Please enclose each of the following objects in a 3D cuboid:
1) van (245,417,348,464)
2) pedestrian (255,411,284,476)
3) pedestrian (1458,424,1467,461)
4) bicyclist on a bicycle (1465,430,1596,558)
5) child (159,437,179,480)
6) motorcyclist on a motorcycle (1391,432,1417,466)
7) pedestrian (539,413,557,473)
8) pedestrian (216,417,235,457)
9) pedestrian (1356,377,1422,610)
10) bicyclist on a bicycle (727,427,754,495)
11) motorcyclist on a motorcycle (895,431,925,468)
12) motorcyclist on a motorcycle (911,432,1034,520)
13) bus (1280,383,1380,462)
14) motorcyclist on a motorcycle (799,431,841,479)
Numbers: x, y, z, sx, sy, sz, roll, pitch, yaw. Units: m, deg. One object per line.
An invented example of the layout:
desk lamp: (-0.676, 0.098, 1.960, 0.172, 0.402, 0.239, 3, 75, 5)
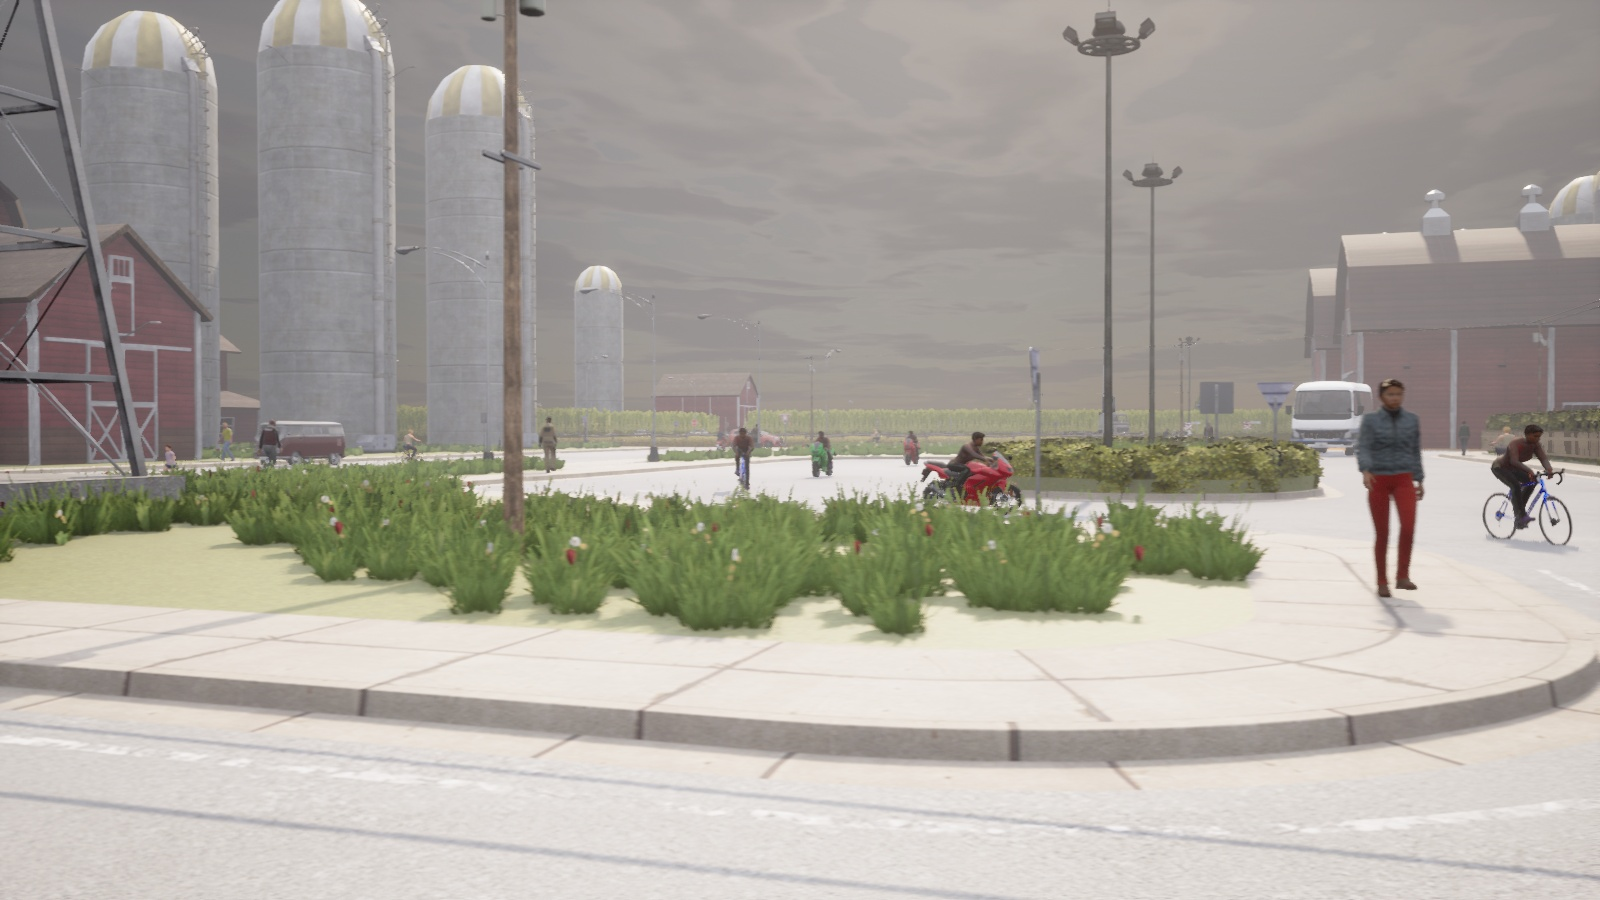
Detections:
van: (-21.968, -0.443, 54.949, 1.775, 1.987, 4.442, 1, 1, 18)
pedestrian: (-15.158, -0.190, 35.887, 0.376, 1.854, 0.720, 1, 1, 18)
pedestrian: (33.370, -0.389, 63.237, 0.353, 1.847, 0.614, 1, 1, 30)
bicyclist on a bicycle: (9.887, 0.548, 17.063, 0.582, 1.620, 1.656, -2, 2, -10)
child: (-16.718, 0.225, 33.261, 0.255, 1.110, 0.394, 1, 1, 18)
motorcyclist on a motorcycle: (29.115, -0.068, 60.539, 0.866, 1.590, 1.817, 1, 1, 18)
pedestrian: (-8.189, -0.236, 40.878, 0.396, 1.930, 0.692, 0, 1, 6)
pedestrian: (-26.232, -0.602, 57.321, 0.354, 1.836, 0.706, 1, 1, 36)
pedestrian: (4.812, 0.336, 10.278, 0.353, 1.847, 0.614, 1, 1, 14)
bicyclist on a bicycle: (-1.473, 0.257, 31.149, 0.582, 1.620, 1.656, 1, 1, -1)
motorcyclist on a motorcycle: (4.660, -0.044, 53.060, 0.797, 1.523, 2.044, 1, 1, 18)
motorcyclist on a motorcycle: (3.119, 0.449, 22.746, 2.044, 1.523, 0.797, 1, 0, 35)
bus: (31.113, -1.634, 73.435, 3.944, 4.253, 10.273, 1, 2, 31)
motorcyclist on a motorcycle: (0.656, 0.140, 40.664, 0.797, 1.523, 2.044, 1, 1, 18)
